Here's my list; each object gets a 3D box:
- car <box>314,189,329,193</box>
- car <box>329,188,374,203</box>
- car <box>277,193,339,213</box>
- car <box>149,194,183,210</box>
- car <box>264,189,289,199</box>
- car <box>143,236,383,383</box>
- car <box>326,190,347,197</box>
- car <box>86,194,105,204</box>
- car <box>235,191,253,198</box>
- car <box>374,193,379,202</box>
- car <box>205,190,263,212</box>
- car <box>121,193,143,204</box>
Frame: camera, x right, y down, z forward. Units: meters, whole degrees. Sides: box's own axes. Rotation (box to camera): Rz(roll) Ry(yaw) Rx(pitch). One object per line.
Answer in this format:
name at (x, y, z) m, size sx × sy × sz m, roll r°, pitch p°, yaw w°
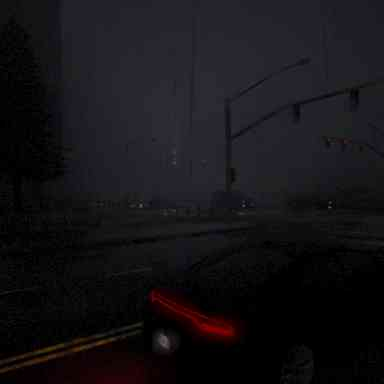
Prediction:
car at (30.108, 0.159, 73.172) m, size 1.932 × 1.855 × 4.605 m, roll -1°, pitch 1°, yaw -36°
car at (21.933, 0.494, 45.867) m, size 1.932 × 1.855 × 4.605 m, roll -1°, pitch 1°, yaw -36°
car at (10.789, 1.105, 31.333) m, size 1.837 × 1.490 × 4.892 m, roll 0°, pitch 0°, yaw -34°
car at (-3.423, 1.233, 38.972) m, size 1.812 × 1.442 × 4.674 m, roll -1°, pitch 1°, yaw -36°
car at (16.399, 0.653, 63.302) m, size 1.970 × 1.475 × 3.806 m, roll -1°, pitch 1°, yaw -36°
car at (1.720, 1.415, 5.023) m, size 5.008 × 1.535 × 1.882 m, roll -1°, pitch 1°, yaw -35°
car at (32.507, 0.327, 74.801) m, size 1.784 × 1.438 × 3.905 m, roll -1°, pitch 1°, yaw -36°
car at (-16.850, 1.058, 57.815) m, size 2.097 × 1.767 × 4.553 m, roll -1°, pitch 1°, yaw -35°
car at (12.340, 0.567, 78.950) m, size 1.970 × 1.475 × 3.806 m, roll -1°, pitch 1°, yaw -36°
car at (24.322, 0.454, 47.501) m, size 1.905 × 1.878 × 3.866 m, roll -1°, pitch 1°, yaw -36°
car at (4.227, 0.876, 34.272) m, size 2.150 × 2.045 × 5.566 m, roll -1°, pitch 1°, yaw -36°
car at (-9.664, 1.007, 53.698) m, size 2.097 × 1.767 × 4.553 m, roll -1°, pitch 1°, yaw -35°
